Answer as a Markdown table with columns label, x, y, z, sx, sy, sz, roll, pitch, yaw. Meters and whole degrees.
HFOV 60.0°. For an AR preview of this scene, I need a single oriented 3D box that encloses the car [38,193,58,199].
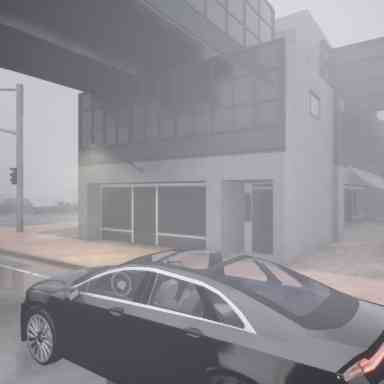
| label | x | y | z | sx | sy | sz | roll | pitch | yaw |
| --- | --- | --- | --- | --- | --- | --- | --- | --- | --- |
| car | -30.620 | 1.153 | 69.428 | 4.605 | 1.855 | 1.932 | 0 | 0 | 35 |

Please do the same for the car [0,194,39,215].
| label | x | y | z | sx | sy | sz | roll | pitch | yaw |
| --- | --- | --- | --- | --- | --- | --- | --- | --- | --- |
| car | -17.936 | 1.352 | 32.453 | 2.097 | 1.767 | 4.553 | 0 | 0 | 36 |

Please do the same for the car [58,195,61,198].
| label | x | y | z | sx | sy | sz | roll | pitch | yaw |
| --- | --- | --- | --- | --- | --- | --- | --- | --- | --- |
| car | -28.893 | 1.364 | 71.754 | 3.905 | 1.438 | 1.784 | 0 | 0 | 35 |

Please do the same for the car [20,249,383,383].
| label | x | y | z | sx | sy | sz | roll | pitch | yaw |
| --- | --- | --- | --- | --- | --- | --- | --- | --- | --- |
| car | -0.251 | 1.492 | 4.172 | 4.902 | 1.511 | 2.128 | 0 | 0 | 35 |

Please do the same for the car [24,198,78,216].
| label | x | y | z | sx | sy | sz | roll | pitch | yaw |
| --- | --- | --- | --- | --- | --- | --- | --- | --- | --- |
| car | -13.438 | 1.601 | 32.679 | 1.895 | 1.301 | 4.718 | 0 | 0 | 36 |

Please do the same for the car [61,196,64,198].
| label | x | y | z | sx | sy | sz | roll | pitch | yaw |
| --- | --- | --- | --- | --- | --- | --- | --- | --- | --- |
| car | -12.598 | 1.478 | 39.684 | 1.882 | 1.535 | 5.008 | 0 | 0 | 37 |
